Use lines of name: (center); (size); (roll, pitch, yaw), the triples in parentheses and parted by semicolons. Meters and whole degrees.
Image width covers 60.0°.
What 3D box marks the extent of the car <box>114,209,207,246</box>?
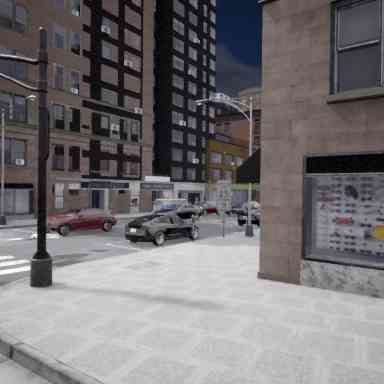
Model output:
car: (-1.401, 1.764, 16.469); (1.947, 1.339, 4.313); (0, 0, 36)

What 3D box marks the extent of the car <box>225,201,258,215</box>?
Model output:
car: (5.486, 1.820, 36.235); (2.033, 1.411, 5.357); (1, 0, 36)

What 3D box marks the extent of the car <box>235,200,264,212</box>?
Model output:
car: (7.618, 1.823, 43.624); (1.752, 1.417, 4.829); (0, 0, 36)

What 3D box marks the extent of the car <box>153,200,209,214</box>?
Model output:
car: (-1.087, 1.672, 27.102); (2.128, 1.511, 4.902); (1, 0, 35)

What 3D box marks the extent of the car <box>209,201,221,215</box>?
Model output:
car: (1.302, 1.646, 34.835); (1.967, 1.590, 4.097); (0, 0, 36)

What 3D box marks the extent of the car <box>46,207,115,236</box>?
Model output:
car: (-6.545, 1.634, 19.506); (1.812, 1.442, 4.674); (1, 0, 37)

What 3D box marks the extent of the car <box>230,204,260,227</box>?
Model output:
car: (5.015, 1.850, 25.396); (1.947, 1.339, 4.313); (0, 0, 36)
